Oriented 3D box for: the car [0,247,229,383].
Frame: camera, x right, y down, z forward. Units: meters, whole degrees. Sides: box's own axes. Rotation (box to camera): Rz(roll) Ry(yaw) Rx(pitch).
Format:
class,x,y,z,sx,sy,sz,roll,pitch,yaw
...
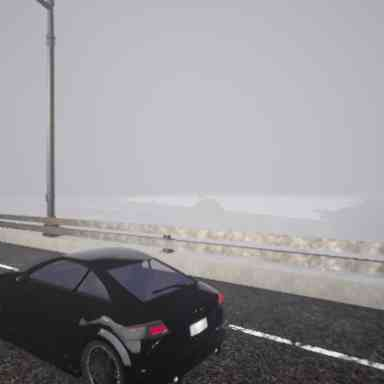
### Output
class,x,y,z,sx,sy,sz,roll,pitch,yaw
car,-1.548,1.570,5.116,4.181,1.385,1.994,0,0,36
